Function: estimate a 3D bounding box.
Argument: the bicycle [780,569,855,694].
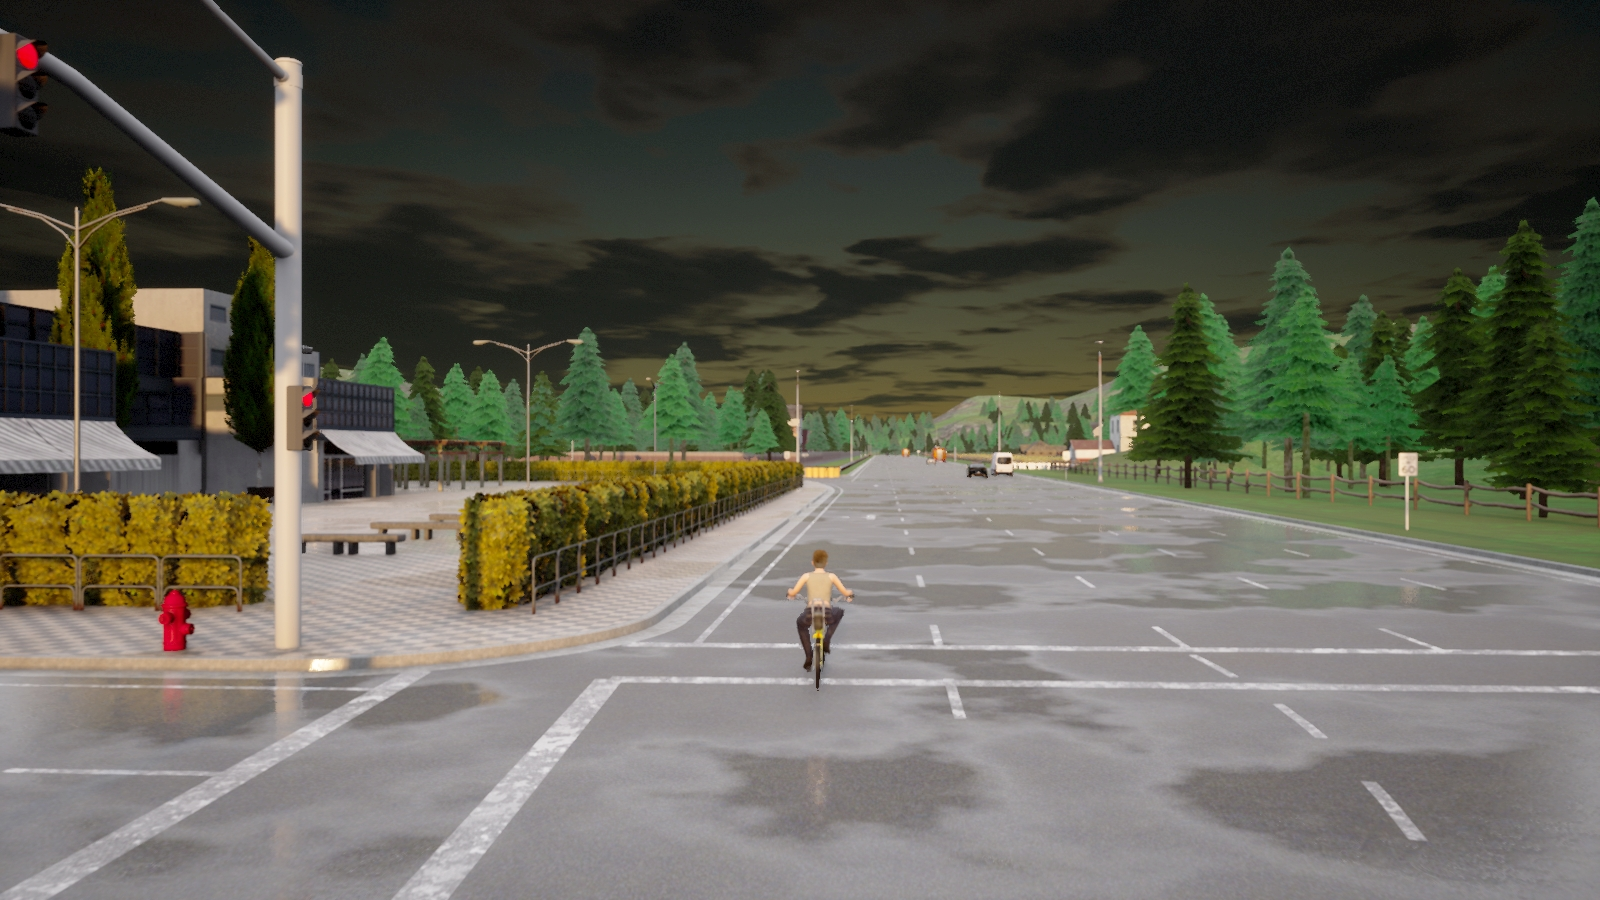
[{"bbox_3d":[0.235,2.164,13.871,0.859,1.276,1.487,0,0,3],"label":"bicycle"}]
